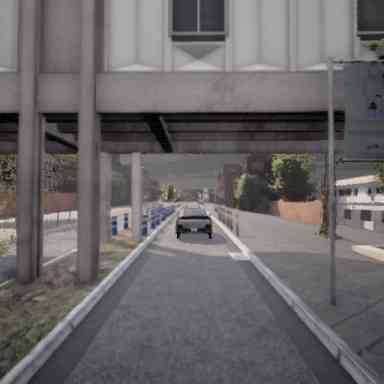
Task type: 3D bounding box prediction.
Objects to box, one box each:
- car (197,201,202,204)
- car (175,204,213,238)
[{"bbox_3d":[0.096,2.006,36.583,1.895,1.301,4.718,0,-1,0],"label":"car"},{"bbox_3d":[0.102,1.604,18.244,2.128,1.511,4.902,0,-1,0],"label":"car"}]
